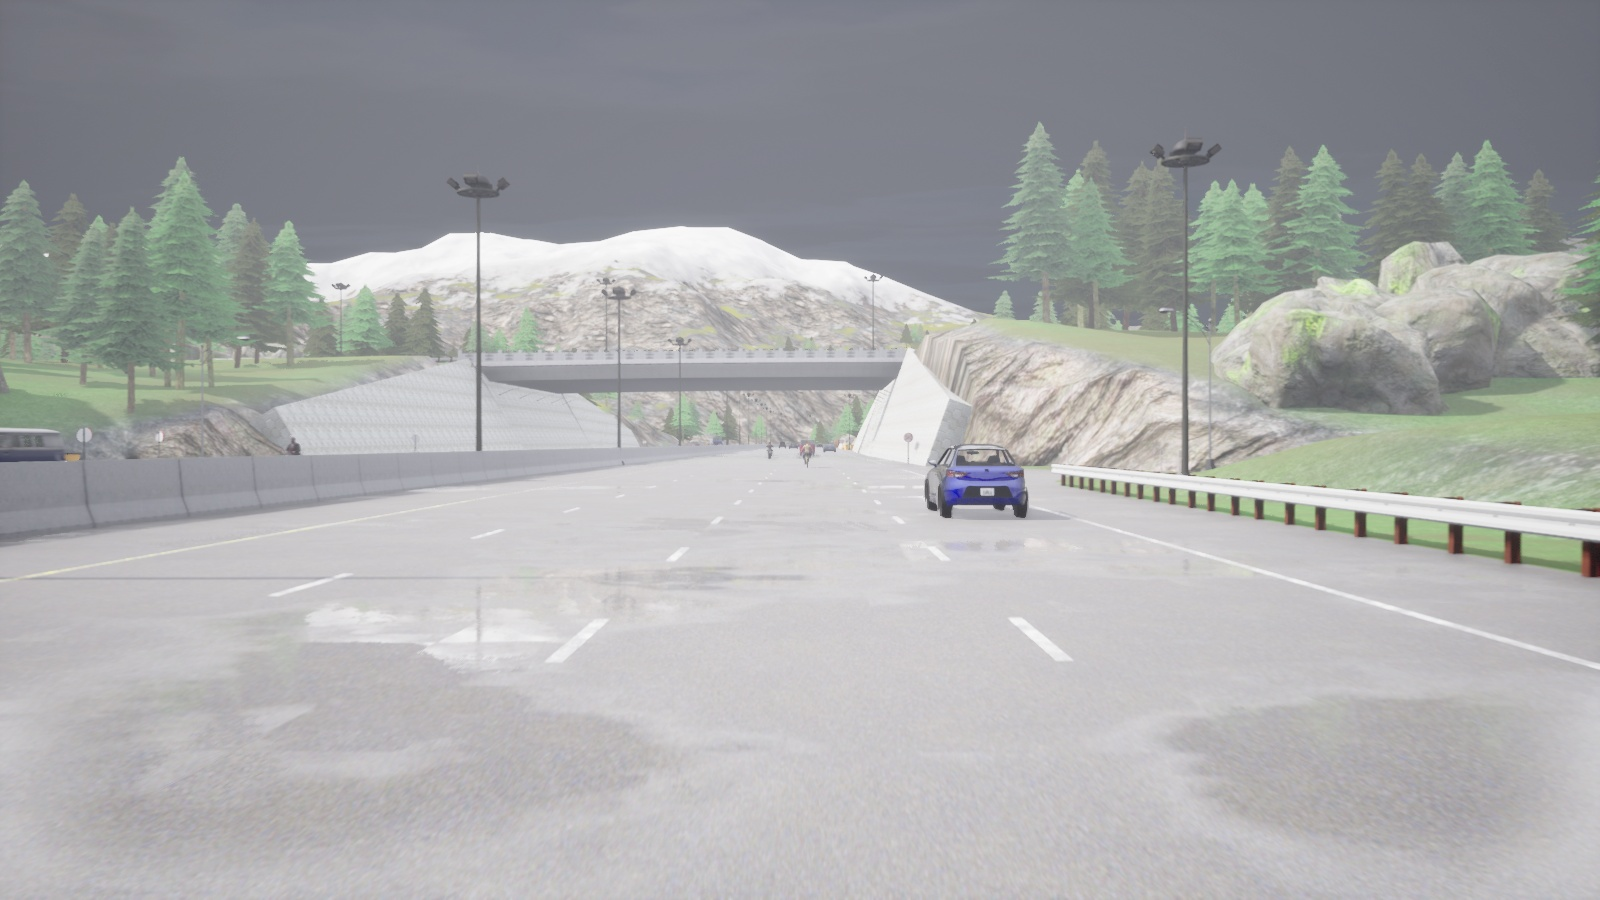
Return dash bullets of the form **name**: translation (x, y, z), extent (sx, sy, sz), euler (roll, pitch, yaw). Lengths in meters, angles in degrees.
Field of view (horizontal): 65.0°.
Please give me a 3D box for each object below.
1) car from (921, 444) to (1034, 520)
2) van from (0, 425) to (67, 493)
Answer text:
- **car**: translation (3.666, 0.613, 26.560), extent (1.816, 1.474, 4.193), euler (0, 0, 0)
- **van**: translation (-24.270, 0.267, 37.794), extent (1.775, 1.987, 4.442), euler (0, 0, 0)
